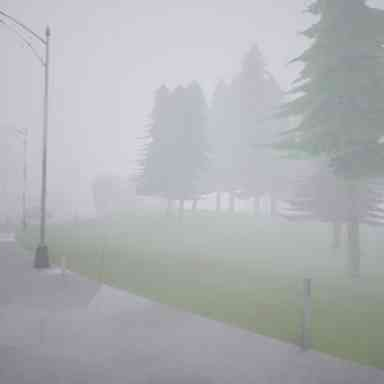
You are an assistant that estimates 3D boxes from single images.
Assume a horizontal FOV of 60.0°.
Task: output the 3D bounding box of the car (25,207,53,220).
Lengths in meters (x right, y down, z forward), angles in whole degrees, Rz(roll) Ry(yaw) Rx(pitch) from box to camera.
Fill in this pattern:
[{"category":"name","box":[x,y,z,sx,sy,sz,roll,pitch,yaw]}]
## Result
[{"category":"car","box":[-20.750,2.870,45.188,2.097,1.767,4.553,2,-4,5]}]
